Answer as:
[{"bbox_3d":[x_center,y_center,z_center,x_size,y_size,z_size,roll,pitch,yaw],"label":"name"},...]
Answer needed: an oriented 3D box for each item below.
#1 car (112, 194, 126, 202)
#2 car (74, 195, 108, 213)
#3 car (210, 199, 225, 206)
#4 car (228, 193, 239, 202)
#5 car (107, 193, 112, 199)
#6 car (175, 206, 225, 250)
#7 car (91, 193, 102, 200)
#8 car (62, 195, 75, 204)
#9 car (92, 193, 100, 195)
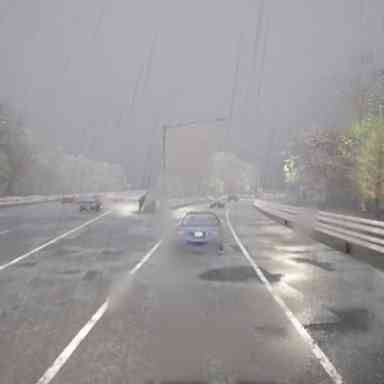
[{"bbox_3d":[-14.307,1.280,66.416,1.895,1.301,4.718,0,0,-7],"label":"car"},{"bbox_3d":[-10.243,1.325,34.132,2.128,1.511,4.902,0,0,-7],"label":"car"},{"bbox_3d":[3.816,1.614,48.309,1.895,1.301,4.718,0,0,9],"label":"car"},{"bbox_3d":[9.682,1.228,77.646,2.150,2.045,5.566,0,0,14],"label":"car"},{"bbox_3d":[-19.763,1.084,80.932,1.882,1.535,5.008,0,0,-7],"label":"car"},{"bbox_3d":[0.372,1.539,14.241,2.033,1.411,5.357,0,0,3],"label":"car"},{"bbox_3d":[-23.273,1.105,80.790,1.837,1.490,4.892,0,0,-7],"label":"car"},{"bbox_3d":[-19.856,1.212,54.447,1.882,1.535,5.008,0,0,-7],"label":"car"},{"bbox_3d":[-15.899,1.316,51.040,1.994,1.385,4.181,0,0,-7],"label":"car"}]
